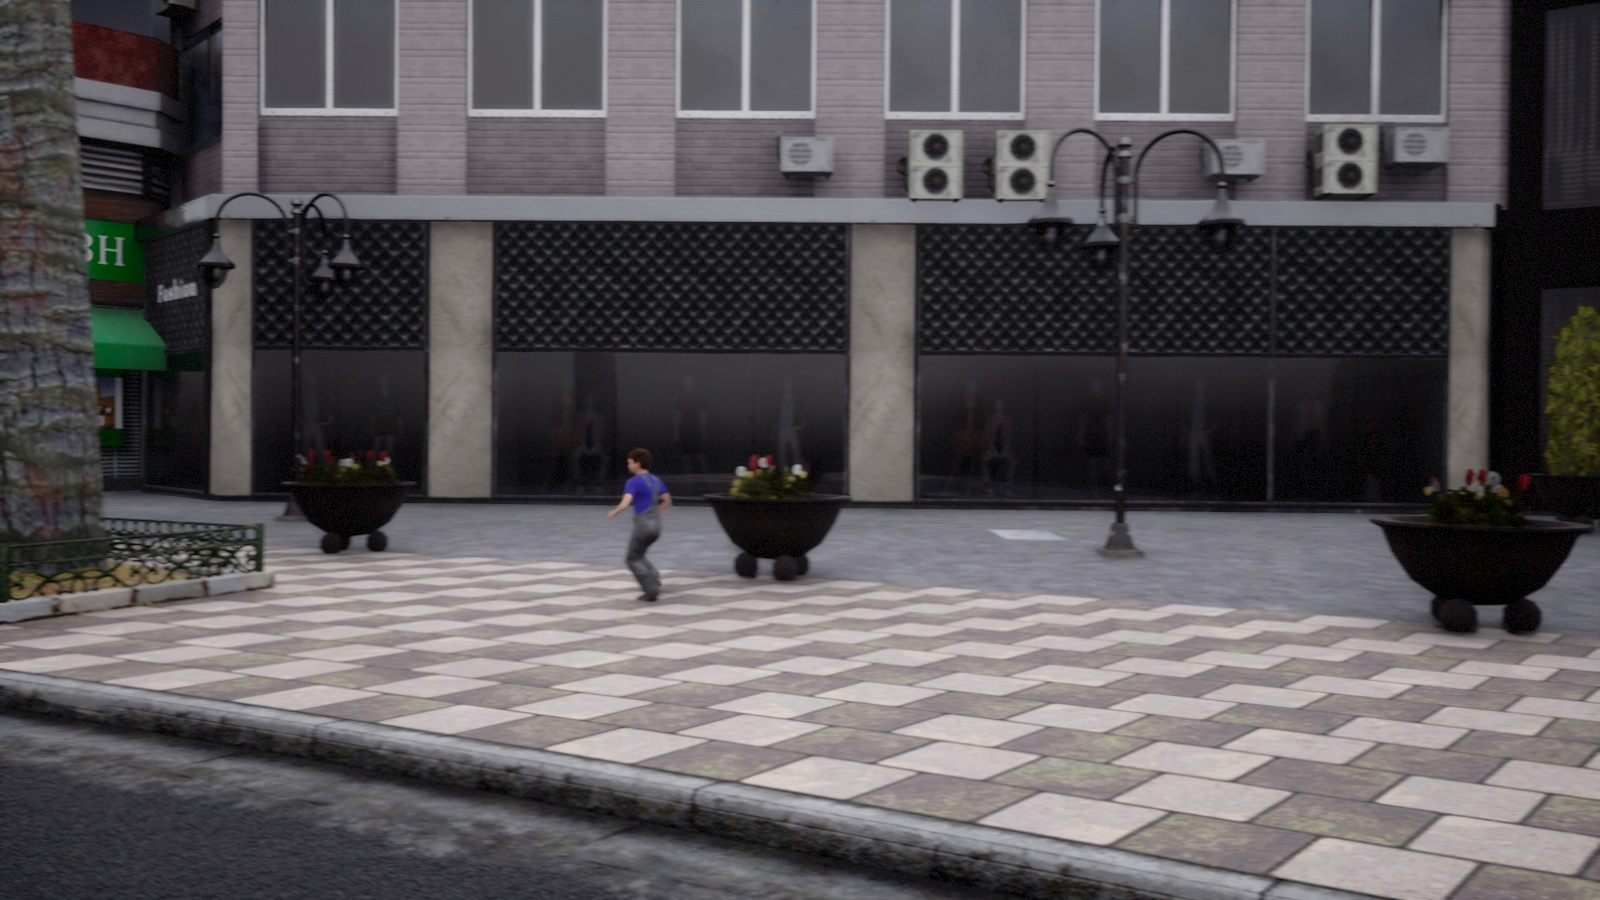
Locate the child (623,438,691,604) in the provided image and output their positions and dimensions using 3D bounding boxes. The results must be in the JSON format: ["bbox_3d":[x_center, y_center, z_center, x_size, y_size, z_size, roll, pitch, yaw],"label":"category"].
[{"bbox_3d":[-1.113,0.538,9.777,0.437,1.263,0.270,0,1,26],"label":"child"}]
